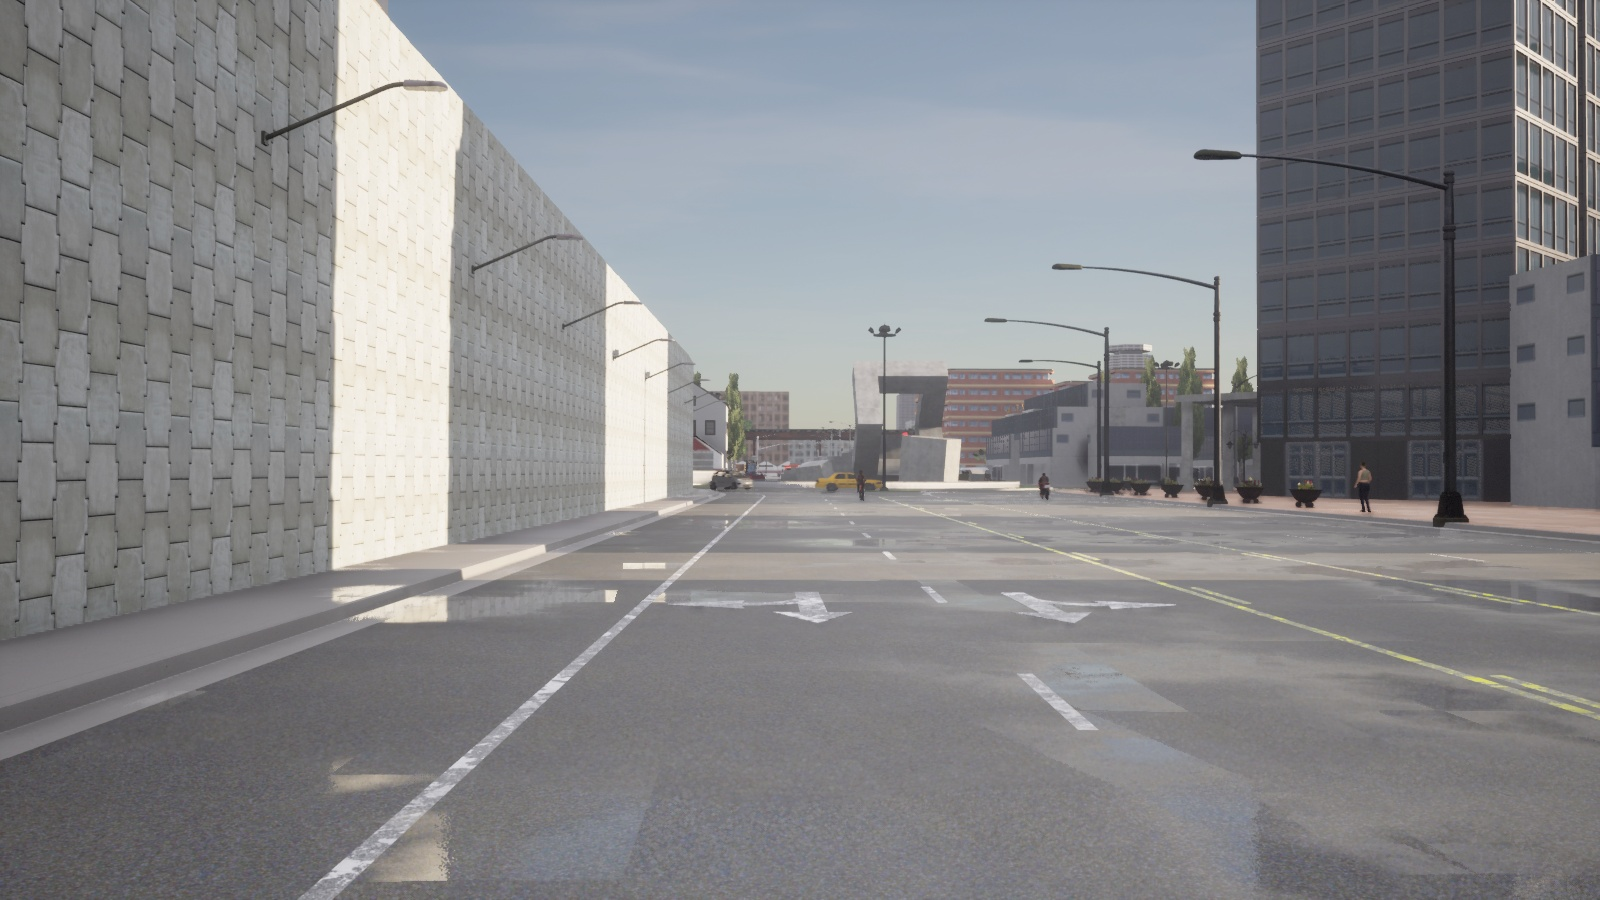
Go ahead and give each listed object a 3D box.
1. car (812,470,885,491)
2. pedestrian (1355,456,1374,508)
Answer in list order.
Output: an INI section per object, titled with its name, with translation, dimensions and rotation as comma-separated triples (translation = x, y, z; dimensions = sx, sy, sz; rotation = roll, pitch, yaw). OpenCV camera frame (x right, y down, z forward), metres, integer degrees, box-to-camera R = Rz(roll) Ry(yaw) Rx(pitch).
[car]
translation = 3.728, 2.339, 95.557
dimensions = 5.366, 1.575, 1.801
rotation = 0, -1, 9
[pedestrian]
translation = 20.112, 1.139, 44.756
dimensions = 0.345, 1.836, 0.594
rotation = 0, -1, -5
